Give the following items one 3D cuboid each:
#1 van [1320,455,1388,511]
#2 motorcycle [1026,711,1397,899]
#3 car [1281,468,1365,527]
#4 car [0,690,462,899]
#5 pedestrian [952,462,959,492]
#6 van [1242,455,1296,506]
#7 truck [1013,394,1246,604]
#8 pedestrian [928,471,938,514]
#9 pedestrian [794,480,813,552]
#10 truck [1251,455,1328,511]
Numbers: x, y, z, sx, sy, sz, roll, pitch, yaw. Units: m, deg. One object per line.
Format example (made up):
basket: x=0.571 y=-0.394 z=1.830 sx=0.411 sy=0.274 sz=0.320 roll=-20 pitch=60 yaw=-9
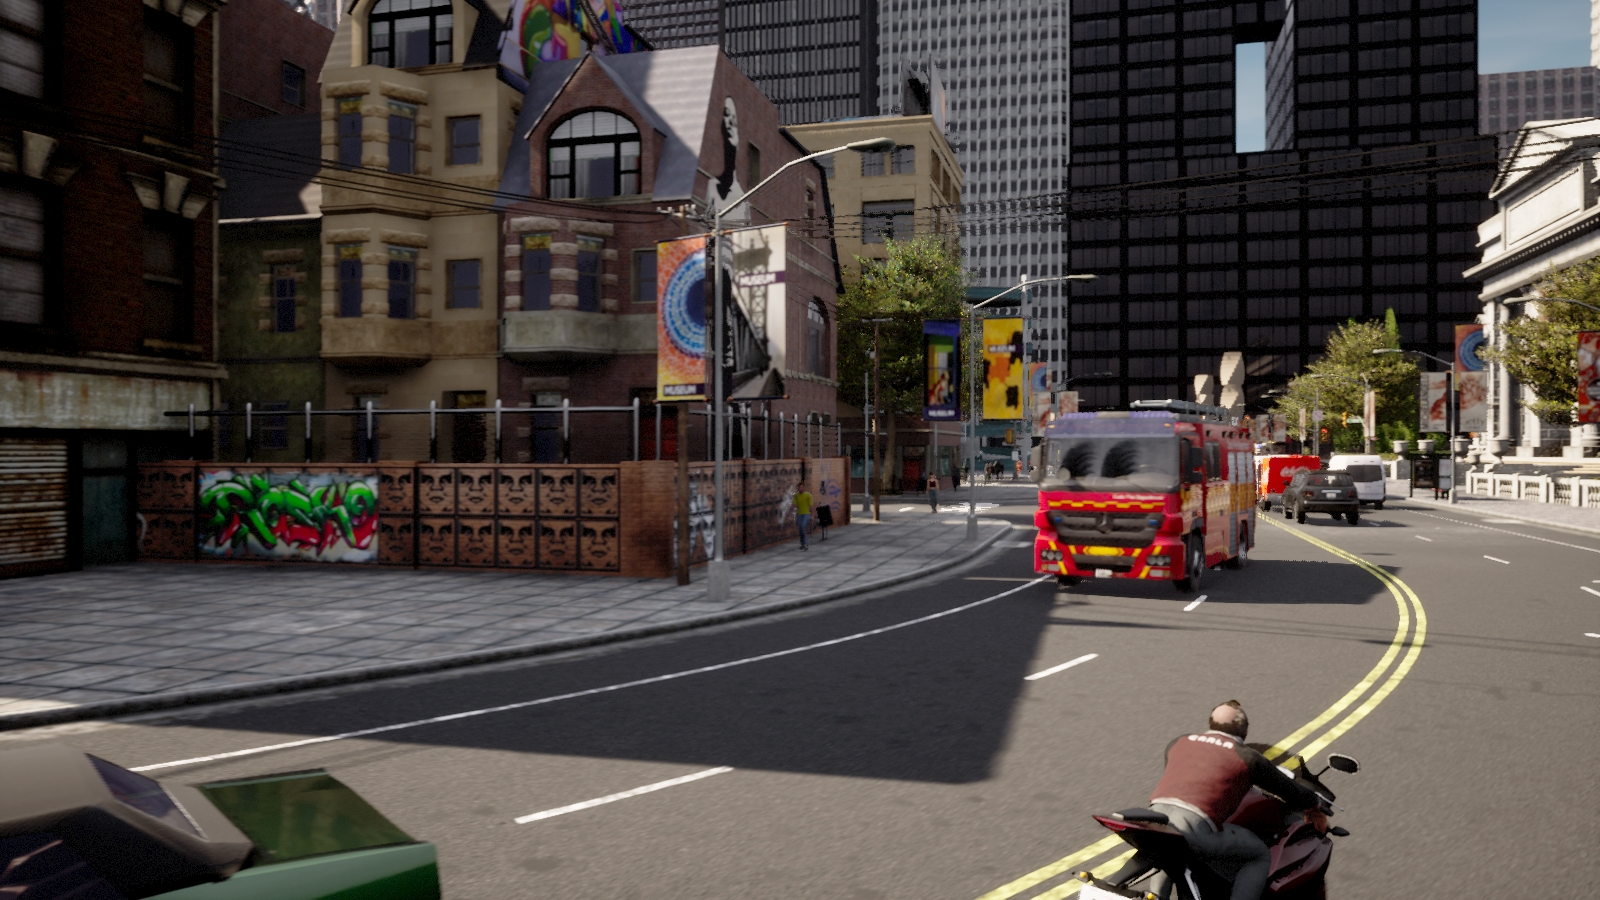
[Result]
van: x=27.243 y=1.545 z=56.386 sx=1.988 sy=2.561 sz=5.915 roll=0 pitch=0 yaw=16
motorcycle: x=2.184 y=2.206 z=5.869 sx=2.209 sy=1.251 sz=0.867 roll=0 pitch=0 yaw=-43
car: x=20.413 y=1.788 z=44.834 sx=2.150 sy=2.045 sz=5.566 roll=0 pitch=0 yaw=16
car: x=-4.116 y=2.157 z=4.944 sx=4.718 sy=1.301 sz=1.895 roll=0 pitch=0 yaw=-39
pedestrian: x=9.725 y=1.715 z=71.603 sx=0.375 sy=1.860 sz=0.375 roll=0 pitch=0 yaw=22
van: x=24.730 y=1.547 z=60.398 sx=1.988 sy=2.561 sz=5.915 roll=0 pitch=0 yaw=16
truck: x=7.569 y=0.896 z=25.220 sx=2.891 sy=3.827 sz=8.468 roll=0 pitch=0 yaw=31
pedestrian: x=5.833 y=1.862 z=50.006 sx=0.375 sy=1.860 sz=0.375 roll=0 pitch=0 yaw=13
pedestrian: x=0.095 y=1.705 z=29.632 sx=0.375 sy=1.860 sz=0.375 roll=0 pitch=0 yaw=28
truck: x=22.758 y=1.552 z=53.328 sx=2.627 sy=2.467 sz=5.204 roll=0 pitch=-2 yaw=16
